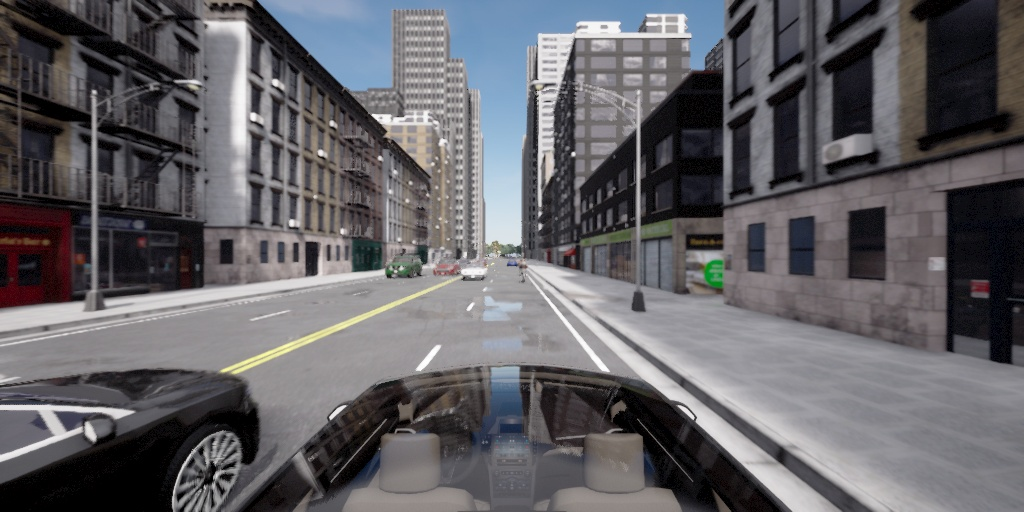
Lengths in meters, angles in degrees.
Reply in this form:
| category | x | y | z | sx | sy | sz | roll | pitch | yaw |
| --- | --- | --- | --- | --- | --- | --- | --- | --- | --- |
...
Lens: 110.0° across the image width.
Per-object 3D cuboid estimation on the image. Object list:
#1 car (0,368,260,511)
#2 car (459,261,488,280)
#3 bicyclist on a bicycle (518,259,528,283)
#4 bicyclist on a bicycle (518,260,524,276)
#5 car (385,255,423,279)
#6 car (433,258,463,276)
| category | x | y | z | sx | sy | sz | roll | pitch | yaw |
| --- | --- | --- | --- | --- | --- | --- | --- | --- | --- |
| car | -3.150 | 1.242 | 1.201 | 2.128 | 1.511 | 4.902 | 0 | 0 | 0 |
| car | -3.147 | 1.343 | 31.218 | 1.895 | 1.301 | 4.718 | 0 | 0 | 0 |
| bicyclist on a bicycle | 0.896 | 1.114 | 26.656 | 0.659 | 1.776 | 1.843 | 0 | 0 | 0 |
| bicyclist on a bicycle | 0.897 | 1.194 | 35.852 | 0.582 | 1.620 | 1.656 | 0 | 0 | 0 |
| car | -9.843 | 0.962 | 33.134 | 2.150 | 2.045 | 5.566 | 0 | 0 | 0 |
| car | -6.587 | 1.093 | 36.312 | 2.097 | 1.767 | 4.553 | 0 | 0 | 0 |
